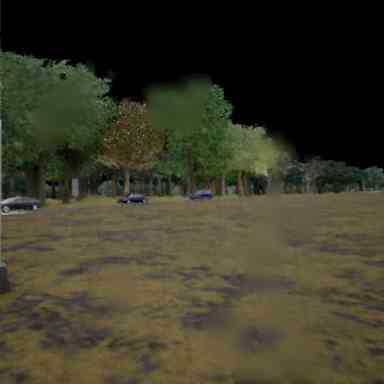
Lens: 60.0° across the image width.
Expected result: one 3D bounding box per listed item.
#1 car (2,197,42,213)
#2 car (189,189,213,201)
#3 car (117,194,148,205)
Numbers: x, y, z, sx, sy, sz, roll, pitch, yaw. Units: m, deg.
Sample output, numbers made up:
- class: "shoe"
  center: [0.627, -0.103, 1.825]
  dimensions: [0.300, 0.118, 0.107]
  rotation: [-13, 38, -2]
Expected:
- class: "car"
  center: [-18.084, 1.294, 34.443]
  dimensions: [1.837, 1.490, 4.892]
  rotation: [-3, 0, 35]
- class: "car"
  center: [1.767, 0.551, 62.176]
  dimensions: [2.150, 2.045, 5.566]
  rotation: [-3, -1, 35]
- class: "car"
  center: [-8.519, 1.012, 47.872]
  dimensions: [1.882, 1.535, 5.008]
  rotation: [-3, -1, 36]
